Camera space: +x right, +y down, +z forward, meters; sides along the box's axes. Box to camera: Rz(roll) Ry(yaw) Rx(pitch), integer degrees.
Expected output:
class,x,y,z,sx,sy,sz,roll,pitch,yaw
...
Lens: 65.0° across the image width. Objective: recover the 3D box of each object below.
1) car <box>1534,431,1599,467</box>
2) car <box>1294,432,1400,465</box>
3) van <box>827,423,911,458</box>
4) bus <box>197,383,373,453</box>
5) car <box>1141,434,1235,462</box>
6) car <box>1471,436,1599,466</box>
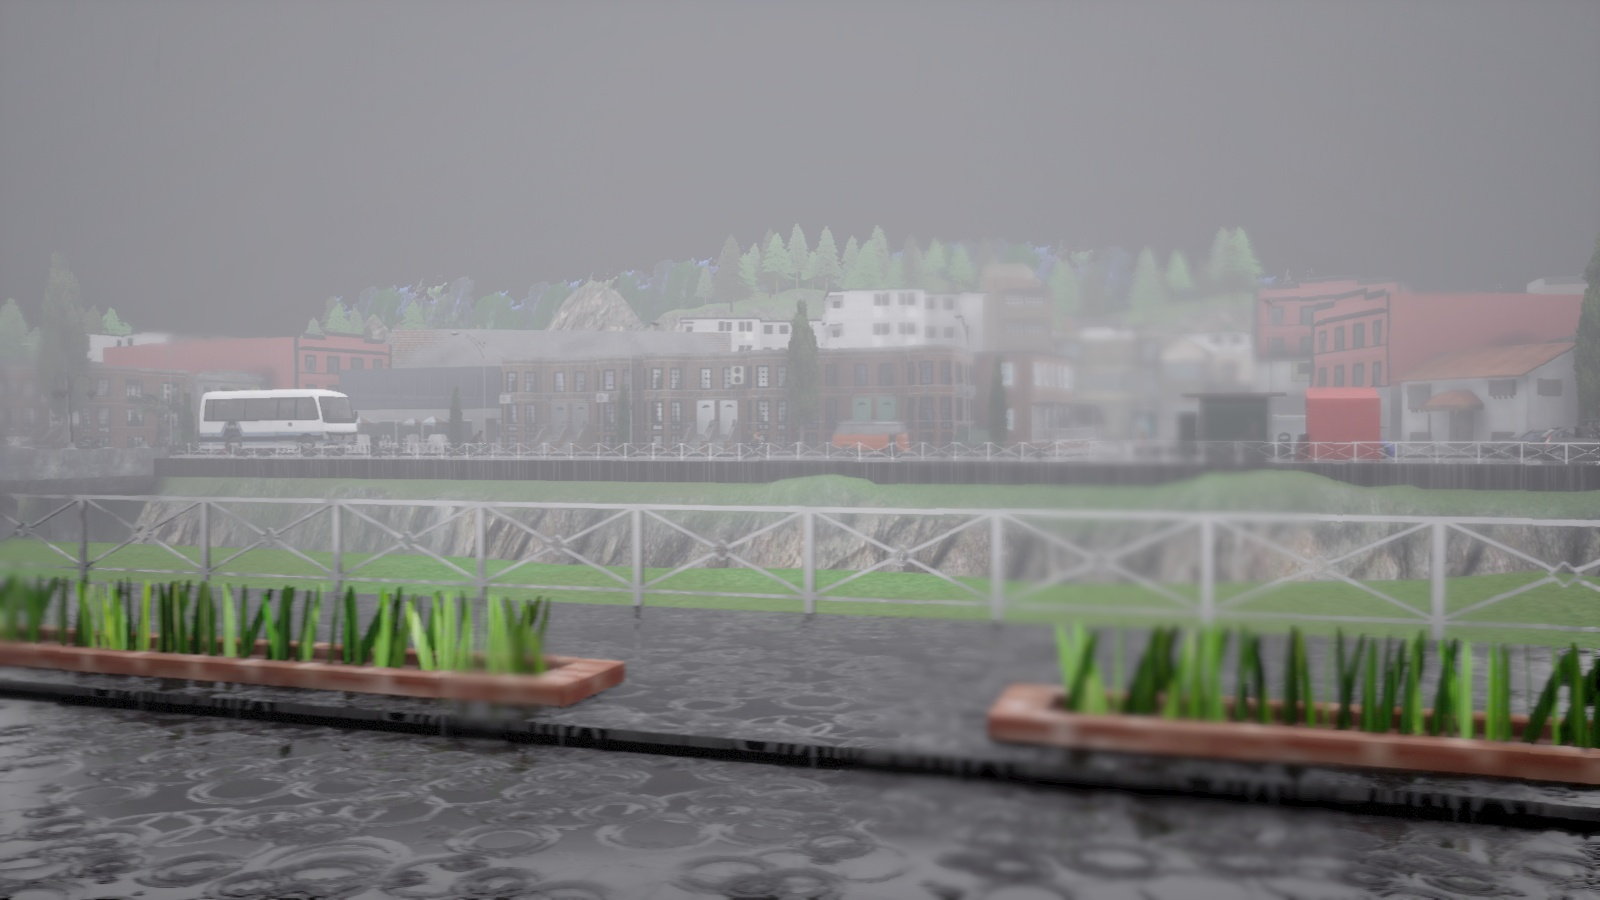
class,x,y,z,sx,sy,sz,roll,pitch,yaw
car,35.736,-0.050,56.892,3.988,1.617,1.851,1,1,20
car,26.103,-0.090,60.120,4.514,1.525,2.007,1,1,19
van,3.943,-0.553,71.645,4.442,1.987,1.775,1,1,19
bus,-32.640,-1.950,79.673,10.273,4.253,3.944,0,1,19
car,20.429,-0.129,66.156,4.674,1.442,1.812,1,1,18
car,35.792,0.033,61.014,5.357,1.411,2.033,1,1,20
